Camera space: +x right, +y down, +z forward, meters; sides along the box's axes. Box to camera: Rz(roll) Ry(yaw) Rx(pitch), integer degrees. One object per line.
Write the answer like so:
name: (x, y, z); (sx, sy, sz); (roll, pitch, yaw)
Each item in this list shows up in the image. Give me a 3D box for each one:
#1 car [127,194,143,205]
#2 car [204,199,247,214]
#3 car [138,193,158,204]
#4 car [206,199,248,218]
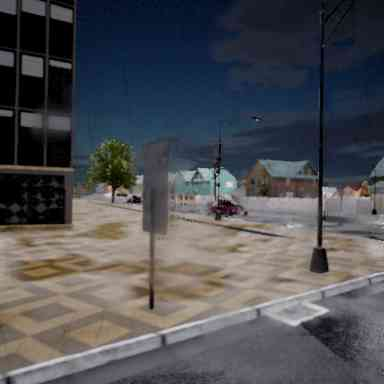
car: (-9.077, 1.262, 53.308); (1.837, 1.490, 4.892); (1, 0, -27)
car: (3.517, 1.516, 36.183); (2.033, 1.411, 5.357); (1, 0, -28)
car: (-7.693, 1.148, 57.729); (2.097, 1.767, 4.553); (1, 0, -27)
car: (3.125, 1.475, 29.942); (1.812, 1.442, 4.674); (1, 0, -28)
